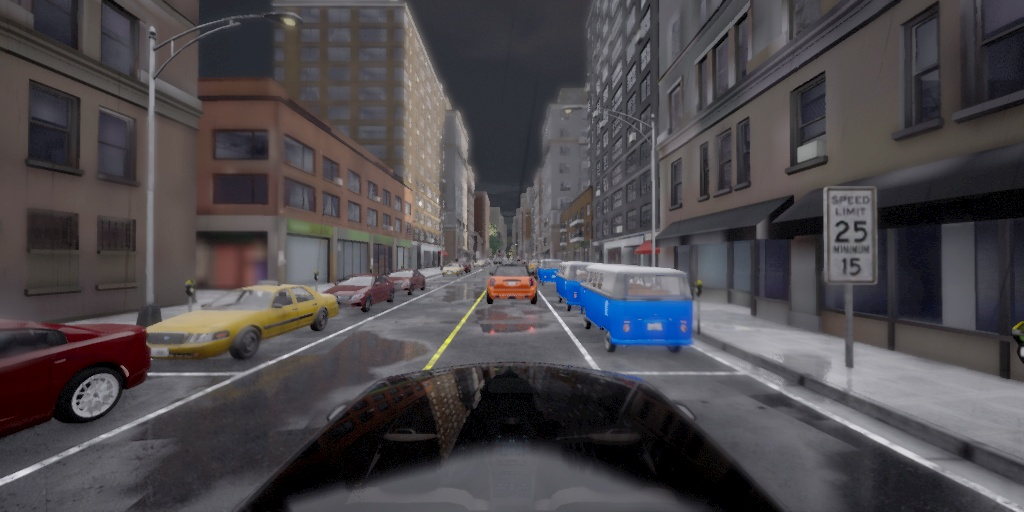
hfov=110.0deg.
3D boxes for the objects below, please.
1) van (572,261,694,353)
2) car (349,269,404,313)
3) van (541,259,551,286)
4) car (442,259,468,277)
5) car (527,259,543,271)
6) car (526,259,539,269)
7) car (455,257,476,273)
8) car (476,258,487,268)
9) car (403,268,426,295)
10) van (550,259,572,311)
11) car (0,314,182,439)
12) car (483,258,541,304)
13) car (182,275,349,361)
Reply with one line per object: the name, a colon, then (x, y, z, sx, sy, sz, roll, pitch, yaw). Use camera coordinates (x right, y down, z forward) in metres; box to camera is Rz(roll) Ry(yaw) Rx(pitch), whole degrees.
van: (2.677, 1.090, 8.556, 1.690, 1.789, 3.998, 0, 0, 0)
car: (-5.857, 1.333, 14.024, 1.802, 1.307, 4.207, 0, 0, 0)
van: (2.675, 1.097, 25.031, 1.690, 1.789, 3.998, 0, 0, 0)
car: (-5.856, 1.288, 35.826, 1.751, 1.417, 4.829, 0, 0, 0)
car: (3.150, 1.232, 49.773, 1.801, 1.575, 5.366, 0, 0, 0)
car: (3.146, 1.287, 56.582, 1.837, 1.490, 4.892, 0, 0, 0)
car: (-5.857, 1.081, 41.488, 2.192, 1.841, 5.009, 0, 0, 0)
car: (-5.857, 1.318, 63.290, 1.751, 1.417, 4.829, 0, 0, 0)
car: (-5.857, 1.335, 19.516, 1.802, 1.307, 4.207, 0, 0, 0)
van: (2.676, 1.092, 14.048, 1.690, 1.789, 3.998, 0, 0, 0)
car: (-5.857, 1.293, 3.038, 1.888, 1.381, 4.507, 0, 0, 0)
car: (0.000, 1.119, 16.471, 2.097, 1.767, 4.553, 0, 0, 0)
car: (-5.856, 1.275, 8.361, 1.751, 1.417, 4.829, 0, 0, 0)
